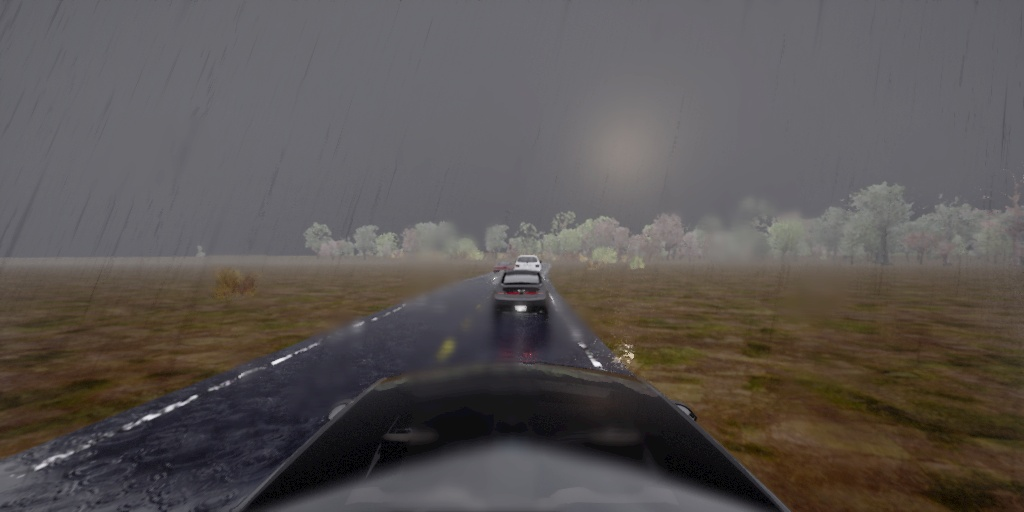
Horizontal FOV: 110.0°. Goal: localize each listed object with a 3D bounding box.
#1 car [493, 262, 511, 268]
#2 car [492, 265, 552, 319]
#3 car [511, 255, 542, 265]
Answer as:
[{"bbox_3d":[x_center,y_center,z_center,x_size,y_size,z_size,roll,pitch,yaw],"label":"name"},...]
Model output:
[{"bbox_3d":[-0.943,1.336,40.646,1.895,1.301,4.718,0,0,6],"label":"car"},{"bbox_3d":[0.364,1.254,12.890,1.837,1.490,4.892,0,1,2],"label":"car"},{"bbox_3d":[1.445,0.963,31.611,2.150,2.045,5.566,0,0,5],"label":"car"}]
